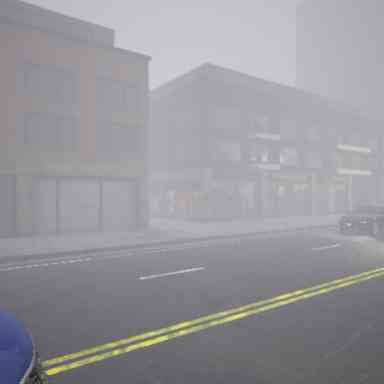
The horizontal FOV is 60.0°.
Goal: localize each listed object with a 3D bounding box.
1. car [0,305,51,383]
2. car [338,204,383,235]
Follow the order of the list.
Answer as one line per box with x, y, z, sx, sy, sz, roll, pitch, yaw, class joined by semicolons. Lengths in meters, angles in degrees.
-3.384;1.224;1.025;5.566;2.045;2.150;0;0;-36;car
10.281;1.485;19.007;4.892;1.490;1.837;0;0;-35;car
